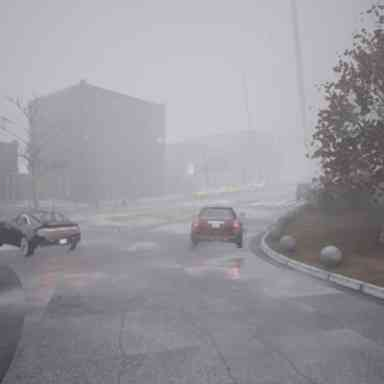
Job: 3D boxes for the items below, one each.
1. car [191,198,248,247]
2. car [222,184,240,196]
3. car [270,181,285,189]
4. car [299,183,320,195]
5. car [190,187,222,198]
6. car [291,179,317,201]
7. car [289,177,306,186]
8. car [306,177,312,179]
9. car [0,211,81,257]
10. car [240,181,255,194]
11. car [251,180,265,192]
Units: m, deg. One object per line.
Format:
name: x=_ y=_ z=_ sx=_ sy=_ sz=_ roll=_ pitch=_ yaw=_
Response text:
car: x=1.362 y=1.326 z=15.219 sx=2.097 sy=1.767 sz=4.553 roll=0 pitch=1 yaw=11
car: x=5.017 y=-0.225 z=52.468 sx=1.946 sy=1.575 sz=5.366 roll=0 pitch=3 yaw=36
car: x=18.162 y=-1.530 z=70.534 sx=2.163 sy=1.488 sz=4.792 roll=0 pitch=3 yaw=36
car: x=17.759 y=-0.456 z=50.129 sx=1.812 sy=1.442 sz=4.674 roll=0 pitch=3 yaw=36
car: x=1.765 y=0.108 z=48.016 sx=1.946 sy=1.575 sz=5.366 roll=0 pitch=3 yaw=36
car: x=14.028 y=-0.104 z=39.284 sx=2.150 sy=2.045 sz=5.566 roll=0 pitch=3 yaw=35
car: x=24.677 y=-2.221 z=79.480 sx=2.231 sy=1.521 sz=4.892 roll=0 pitch=3 yaw=36
car: x=27.892 y=-2.801 z=83.899 sx=2.435 sy=2.045 sz=5.566 roll=0 pitch=3 yaw=36
car: x=-6.257 y=1.495 z=13.165 sx=4.902 sy=1.511 sz=2.128 roll=0 pitch=0 yaw=42
car: x=8.262 y=-0.555 z=56.927 sx=1.946 sy=1.575 sz=5.366 roll=0 pitch=3 yaw=36
car: x=11.668 y=-1.150 z=61.602 sx=2.435 sy=2.045 sz=5.566 roll=0 pitch=3 yaw=36
